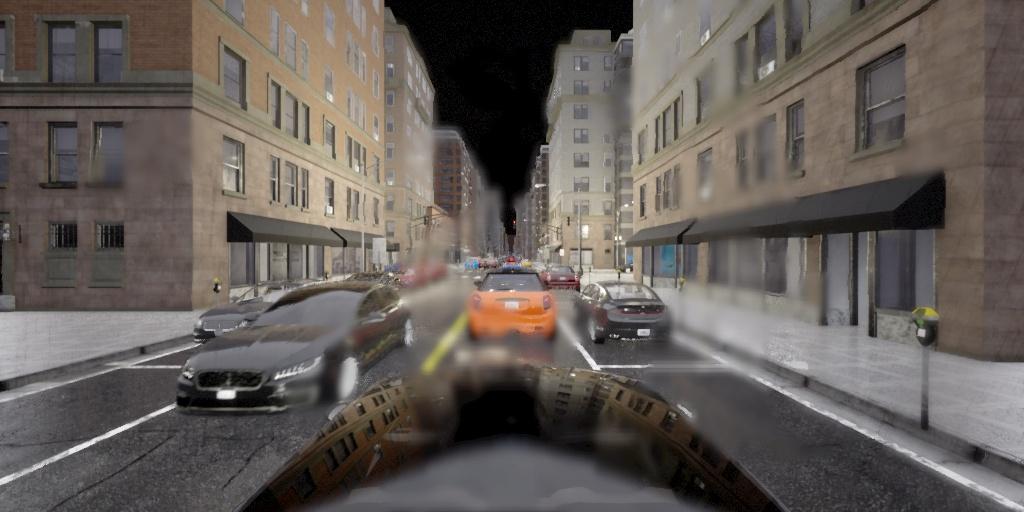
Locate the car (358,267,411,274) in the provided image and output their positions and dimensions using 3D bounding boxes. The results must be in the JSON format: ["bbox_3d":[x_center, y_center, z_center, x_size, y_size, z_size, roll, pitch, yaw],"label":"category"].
[{"bbox_3d":[-5.875,1.313,14.883,1.948,1.339,4.313,0,0,0],"label":"car"}]

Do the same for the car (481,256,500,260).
[{"bbox_3d":[-3.162,1.211,53.464,1.882,1.535,5.008,0,0,0],"label":"car"}]

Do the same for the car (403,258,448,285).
[{"bbox_3d":[-5.892,1.059,25.930,2.192,1.841,5.009,0,0,0],"label":"car"}]

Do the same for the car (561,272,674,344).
[{"bbox_3d":[2.659,1.299,9.395,2.007,1.370,4.403,0,0,0],"label":"car"}]

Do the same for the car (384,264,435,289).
[{"bbox_3d":[-5.884,1.328,20.407,1.802,1.307,4.207,0,0,0],"label":"car"}]

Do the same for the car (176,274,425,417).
[{"bbox_3d":[-3.103,1.254,6.326,1.837,1.490,4.892,0,0,0],"label":"car"}]

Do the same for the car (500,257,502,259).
[{"bbox_3d":[-3.157,1.255,62.807,1.812,1.442,4.674,0,0,0],"label":"car"}]

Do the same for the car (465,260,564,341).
[{"bbox_3d":[0.009,1.101,10.013,2.097,1.767,4.553,0,0,0],"label":"car"}]

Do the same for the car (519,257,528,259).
[{"bbox_3d":[2.577,1.254,64.276,1.751,1.417,4.829,0,0,0],"label":"car"}]

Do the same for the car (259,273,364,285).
[{"bbox_3d":[-5.867,1.299,9.359,2.007,1.370,4.403,0,0,0],"label":"car"}]

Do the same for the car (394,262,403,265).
[{"bbox_3d":[-10.592,1.294,37.101,5.357,1.411,2.033,0,0,9],"label":"car"}]

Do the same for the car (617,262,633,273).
[{"bbox_3d":[14.508,1.235,41.088,4.892,1.490,1.837,0,0,1],"label":"car"}]

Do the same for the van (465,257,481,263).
[{"bbox_3d":[-5.932,1.075,52.878,1.690,1.789,3.998,0,0,0],"label":"van"}]

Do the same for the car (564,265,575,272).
[{"bbox_3d":[2.642,1.186,20.445,1.967,1.591,4.097,0,0,0],"label":"car"}]
